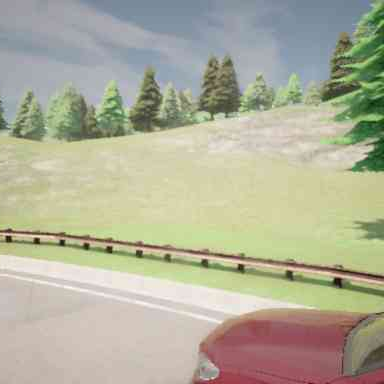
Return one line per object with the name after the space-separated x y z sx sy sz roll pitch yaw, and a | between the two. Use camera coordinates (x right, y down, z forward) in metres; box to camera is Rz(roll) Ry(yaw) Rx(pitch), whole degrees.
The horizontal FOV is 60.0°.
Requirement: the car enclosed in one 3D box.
2.158 1.530 2.268 4.674 1.442 1.812 1 1 36 | car
